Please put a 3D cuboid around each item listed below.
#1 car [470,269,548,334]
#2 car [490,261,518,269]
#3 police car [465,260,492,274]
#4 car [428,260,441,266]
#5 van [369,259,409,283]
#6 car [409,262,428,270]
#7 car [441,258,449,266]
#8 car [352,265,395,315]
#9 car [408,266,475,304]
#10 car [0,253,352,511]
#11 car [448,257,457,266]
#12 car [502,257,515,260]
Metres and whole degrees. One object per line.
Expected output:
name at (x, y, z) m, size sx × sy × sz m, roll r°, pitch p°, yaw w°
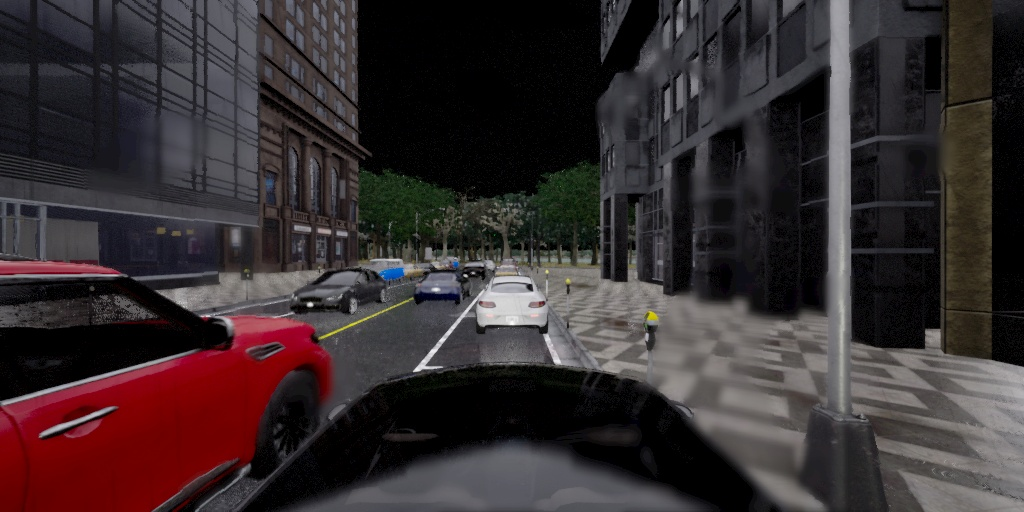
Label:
car at (0.003, 1.276, 10.500) m, size 1.812 × 1.442 × 4.674 m, roll 0°, pitch 0°, yaw 0°
car at (-0.383, 1.278, 25.593) m, size 1.751 × 1.417 × 4.829 m, roll 0°, pitch 0°, yaw 0°
police car at (-3.145, 1.179, 31.558) m, size 1.930 × 1.638 × 5.238 m, roll 0°, pitch 0°, yaw 0°
car at (-8.908, 1.322, 36.298) m, size 1.948 × 1.339 × 4.313 m, roll 0°, pitch 0°, yaw 0°
van at (-8.908, 1.093, 25.423) m, size 1.690 × 1.789 × 3.998 m, roll 0°, pitch 0°, yaw 0°
car at (-8.908, 1.280, 30.691) m, size 1.751 × 1.417 × 4.829 m, roll 0°, pitch 0°, yaw 0°
car at (-8.908, 1.284, 41.566) m, size 1.751 × 1.417 × 4.829 m, roll 0°, pitch 0°, yaw 0°
car at (-6.246, 1.255, 13.527) m, size 1.837 × 1.490 × 4.892 m, roll 0°, pitch 0°, yaw 0°
car at (-3.044, 1.315, 16.372) m, size 1.994 × 1.385 × 4.181 m, roll 0°, pitch 0°, yaw 0°
car at (-3.045, 0.972, 1.564) m, size 2.150 × 2.045 × 5.566 m, roll 0°, pitch 0°, yaw 0°
car at (-8.908, 1.201, 47.173) m, size 1.967 × 1.591 × 4.097 m, roll 0°, pitch 0°, yaw 0°
car at (-0.383, 1.196, 36.298) m, size 1.967 × 1.591 × 4.097 m, roll 0°, pitch 0°, yaw 0°
